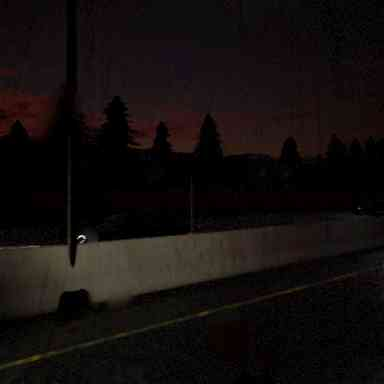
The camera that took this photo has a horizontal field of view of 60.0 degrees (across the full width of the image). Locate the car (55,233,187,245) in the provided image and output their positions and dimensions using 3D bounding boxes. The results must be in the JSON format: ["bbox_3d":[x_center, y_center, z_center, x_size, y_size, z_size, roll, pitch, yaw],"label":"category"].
[{"bbox_3d":[-2.110,1.364,11.087,4.553,1.767,2.097,0,0,-36],"label":"car"}]
